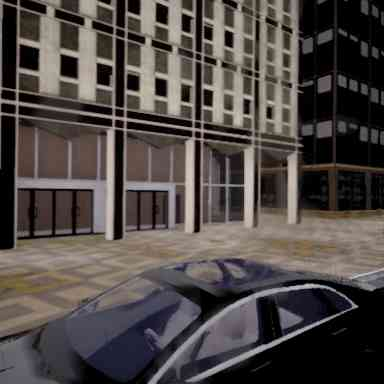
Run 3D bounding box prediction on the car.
[{"bbox_3d":[0.030,1.493,3.092,4.902,1.511,2.128,0,0,-35],"label":"car"}]
